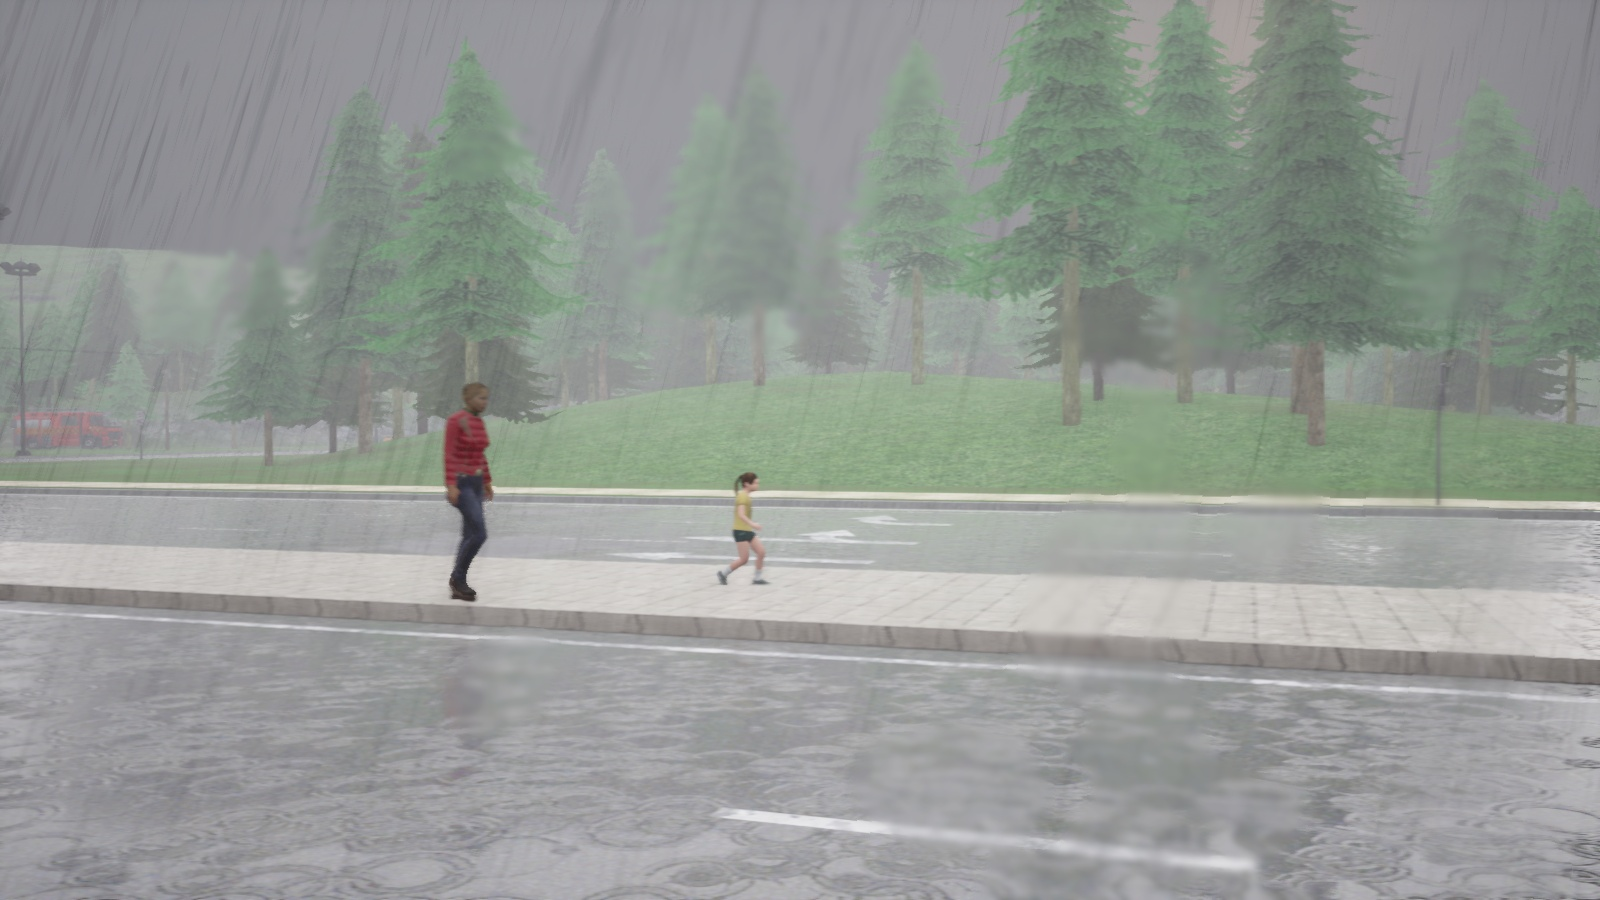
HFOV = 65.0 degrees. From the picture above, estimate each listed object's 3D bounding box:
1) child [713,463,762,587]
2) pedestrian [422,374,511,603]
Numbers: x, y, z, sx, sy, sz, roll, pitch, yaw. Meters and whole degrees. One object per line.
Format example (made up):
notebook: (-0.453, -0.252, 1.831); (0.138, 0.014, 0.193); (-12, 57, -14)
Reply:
child: (-0.571, 0.678, 11.505); (0.394, 1.110, 0.255); (0, 1, 13)
pedestrian: (-2.756, 0.306, 10.384); (0.636, 1.846, 0.331); (1, 1, 23)
